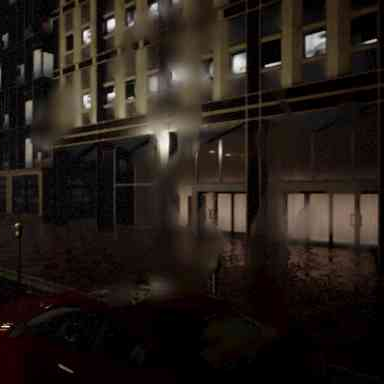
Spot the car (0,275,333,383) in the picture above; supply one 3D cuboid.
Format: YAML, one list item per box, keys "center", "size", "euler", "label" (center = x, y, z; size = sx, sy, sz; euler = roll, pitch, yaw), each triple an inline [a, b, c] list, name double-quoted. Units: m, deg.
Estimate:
- center: [-0.746, 1.563, 3.419]
  size: [4.206, 1.307, 1.802]
  euler: [1, 0, 36]
  label: "car"
